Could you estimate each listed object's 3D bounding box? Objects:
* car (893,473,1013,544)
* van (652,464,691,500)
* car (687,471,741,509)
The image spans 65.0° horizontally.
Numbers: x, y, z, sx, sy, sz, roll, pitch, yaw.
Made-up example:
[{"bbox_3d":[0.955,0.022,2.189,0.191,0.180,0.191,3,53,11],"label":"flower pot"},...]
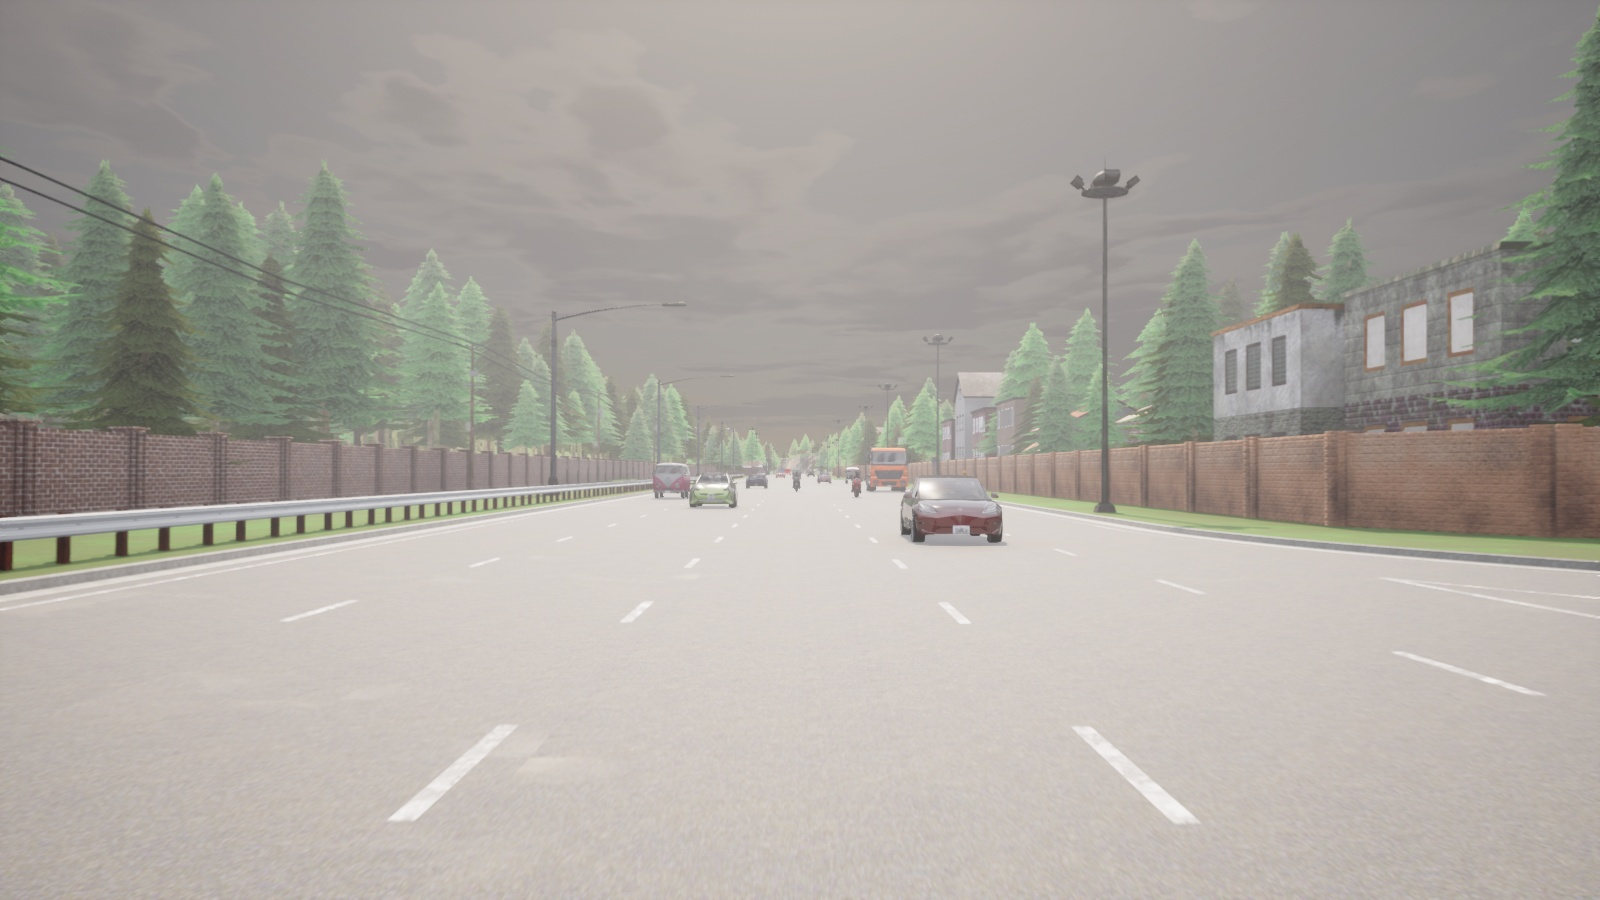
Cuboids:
[{"bbox_3d":[3.428,1.287,29.045,2.163,1.488,4.792,0,-1,0],"label":"car"},{"bbox_3d":[-7.175,1.776,70.517,1.775,1.987,4.442,0,-1,0],"label":"van"},{"bbox_3d":[-3.633,1.675,53.700,2.007,1.525,4.514,0,-1,0],"label":"car"}]
